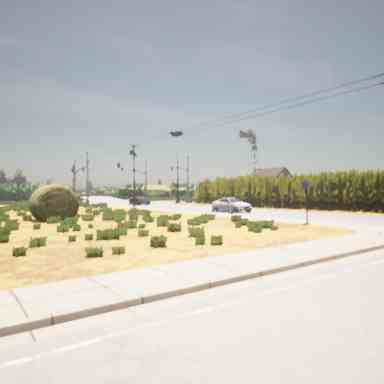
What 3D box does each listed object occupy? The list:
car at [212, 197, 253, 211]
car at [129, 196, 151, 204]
[{"bbox_3d":[3.802,1.271,32.423,1.812,1.442,4.674,-1,1,-35],"label":"car"},{"bbox_3d":[-7.835,1.266,49.542,1.812,1.442,4.674,-1,0,-33],"label":"car"}]
